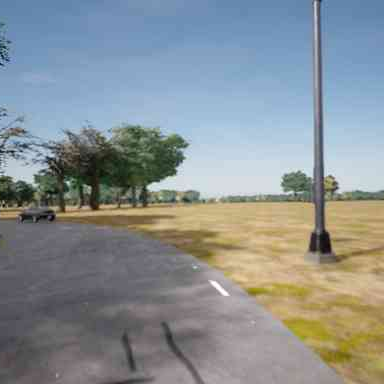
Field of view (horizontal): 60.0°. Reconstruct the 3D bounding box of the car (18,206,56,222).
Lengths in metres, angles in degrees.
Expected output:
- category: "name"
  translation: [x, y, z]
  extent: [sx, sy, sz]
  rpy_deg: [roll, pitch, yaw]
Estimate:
- category: "car"
  translation: [-15.487, 2.207, 33.178]
  extent: [4.892, 1.490, 1.837]
  rpy_deg: [-2, -2, 38]
